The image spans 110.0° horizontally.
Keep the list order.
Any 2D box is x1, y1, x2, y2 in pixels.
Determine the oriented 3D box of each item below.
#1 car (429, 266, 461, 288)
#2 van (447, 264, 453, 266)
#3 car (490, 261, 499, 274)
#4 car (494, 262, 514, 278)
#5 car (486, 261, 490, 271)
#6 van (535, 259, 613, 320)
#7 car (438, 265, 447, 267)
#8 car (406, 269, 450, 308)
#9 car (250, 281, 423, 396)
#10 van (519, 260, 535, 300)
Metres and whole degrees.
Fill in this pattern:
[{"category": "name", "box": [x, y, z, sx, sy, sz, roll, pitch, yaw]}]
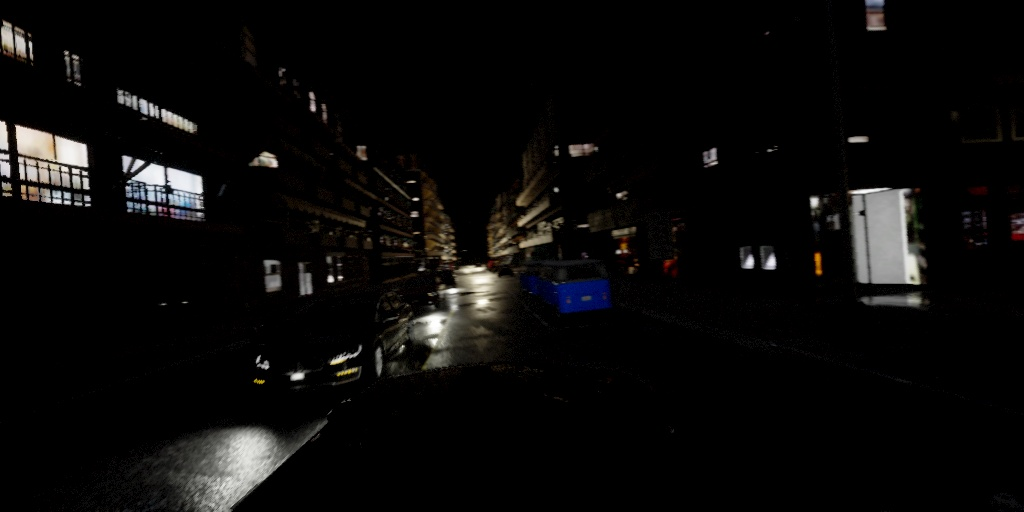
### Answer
[{"category": "car", "box": [-5.625, 1.921, 30.485, 1.837, 1.490, 4.892, -5, -1, -5]}, {"category": "van", "box": [-10.638, 2.352, 55.918, 1.690, 1.789, 3.998, 0, 0, -6]}, {"category": "car", "box": [-1.825, 1.785, 51.307, 1.751, 1.417, 4.829, 0, 0, -6]}, {"category": "car", "box": [-0.714, 1.671, 39.989, 1.802, 1.307, 4.207, 0, 0, -6]}, {"category": "car", "box": [-2.902, 1.745, 62.287, 2.192, 1.841, 5.009, 0, 0, -6]}, {"category": "van", "box": [2.020, 1.003, 12.114, 1.690, 1.789, 3.998, 0, 0, -6]}, {"category": "car", "box": [-9.544, 2.280, 44.769, 1.967, 1.591, 4.097, 0, 0, -6]}, {"category": "car", "box": [-4.400, 1.701, 17.851, 1.882, 1.535, 5.008, -5, 0, -6]}, {"category": "car", "box": [-3.389, 1.572, 7.745, 1.837, 1.490, 4.892, -5, 0, -5]}, {"category": "van", "box": [1.473, 1.088, 17.689, 1.690, 1.789, 3.998, 0, 0, -6]}]
